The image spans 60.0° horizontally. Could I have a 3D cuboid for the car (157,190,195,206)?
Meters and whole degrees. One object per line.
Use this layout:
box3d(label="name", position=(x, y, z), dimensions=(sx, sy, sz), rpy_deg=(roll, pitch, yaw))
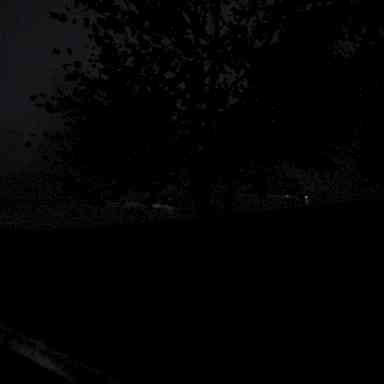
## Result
box3d(label="car", position=(-1.008, 0.646, 36.036), dimensions=(4.674, 1.442, 1.812), rpy_deg=(-3, 3, -34))

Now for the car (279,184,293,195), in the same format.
box3d(label="car", position=(15.197, -0.444, 49.411), dimensions=(5.008, 1.535, 1.882), rpy_deg=(-3, 2, -25))

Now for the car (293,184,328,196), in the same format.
box3d(label="car", position=(16.848, -0.323, 46.322), dimensions=(4.674, 1.442, 1.812), rpy_deg=(-3, 2, -25))

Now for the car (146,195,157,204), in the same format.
box3d(label="car", position=(-2.976, 0.512, 38.924), dimensions=(5.008, 1.535, 1.882), rpy_deg=(-3, 3, -34))
